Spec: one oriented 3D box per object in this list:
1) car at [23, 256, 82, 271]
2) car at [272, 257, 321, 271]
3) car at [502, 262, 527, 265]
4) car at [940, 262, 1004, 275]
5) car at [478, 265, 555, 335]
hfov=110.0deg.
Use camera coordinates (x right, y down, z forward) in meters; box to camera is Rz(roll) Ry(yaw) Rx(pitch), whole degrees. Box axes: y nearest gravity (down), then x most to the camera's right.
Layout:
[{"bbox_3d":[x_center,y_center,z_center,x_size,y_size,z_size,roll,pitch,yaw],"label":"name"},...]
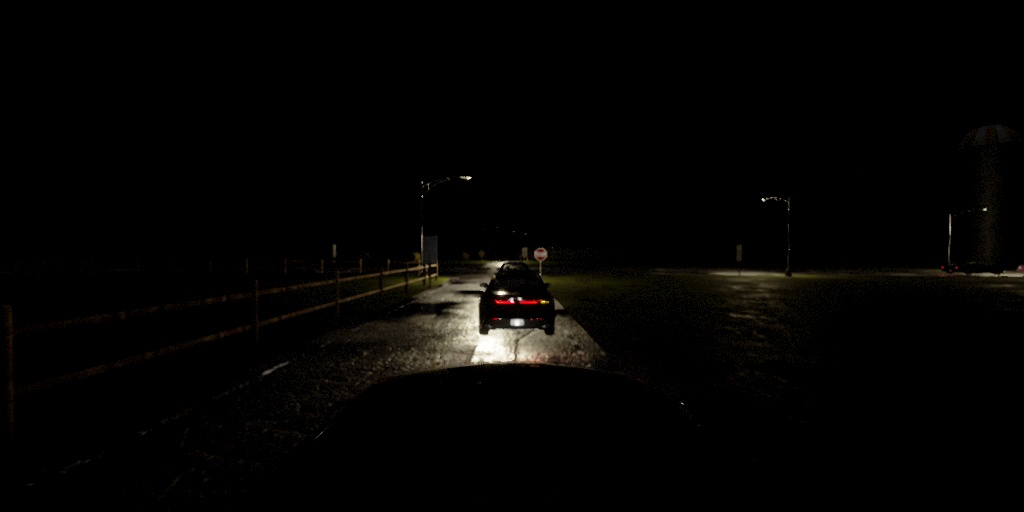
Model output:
[{"bbox_3d":[-49.633,0.794,38.779,4.902,1.511,2.128,0,1,1],"label":"car"},{"bbox_3d":[-23.045,0.865,38.603,4.902,1.511,2.128,0,1,0],"label":"car"},{"bbox_3d":[0.142,1.067,20.033,1.882,1.535,5.008,0,0,0],"label":"car"},{"bbox_3d":[49.171,1.302,38.331,4.718,1.301,1.895,0,1,2],"label":"car"},{"bbox_3d":[0.118,1.179,10.202,1.837,1.490,4.892,0,0,0],"label":"car"}]
